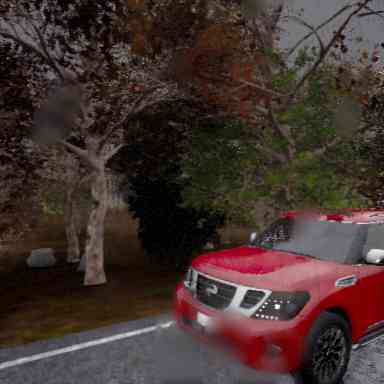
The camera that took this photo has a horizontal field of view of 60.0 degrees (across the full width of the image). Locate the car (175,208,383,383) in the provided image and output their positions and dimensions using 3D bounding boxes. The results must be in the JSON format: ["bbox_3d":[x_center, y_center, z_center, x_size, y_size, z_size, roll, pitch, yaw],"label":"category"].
[{"bbox_3d":[2.429,1.322,5.686,5.566,2.045,2.150,2,-1,-35],"label":"car"}]
